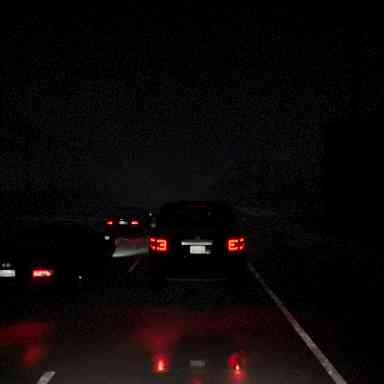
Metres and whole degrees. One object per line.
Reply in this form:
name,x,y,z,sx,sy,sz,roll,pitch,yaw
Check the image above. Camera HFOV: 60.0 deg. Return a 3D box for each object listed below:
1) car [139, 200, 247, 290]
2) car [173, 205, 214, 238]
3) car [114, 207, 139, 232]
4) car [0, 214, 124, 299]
car,0.095,1.221,9.188,2.150,2.045,5.566,0,0,0
car,0.091,1.547,19.119,2.033,1.411,5.357,0,0,0
car,-3.412,1.547,18.719,2.033,1.411,5.357,0,0,0
car,-3.410,1.547,8.648,2.033,1.411,5.357,0,0,0
